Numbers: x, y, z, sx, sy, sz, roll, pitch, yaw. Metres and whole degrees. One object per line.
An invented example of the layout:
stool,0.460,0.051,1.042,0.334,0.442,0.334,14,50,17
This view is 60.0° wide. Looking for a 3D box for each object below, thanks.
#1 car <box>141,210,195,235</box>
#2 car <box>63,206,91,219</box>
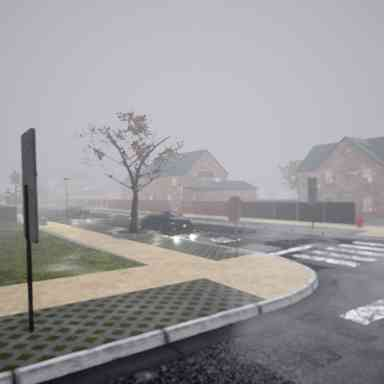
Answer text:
car,-1.614,1.876,21.507,1.994,1.385,4.181,-2,0,-36
car,-12.950,2.207,37.268,1.895,1.301,4.718,-2,0,-36
